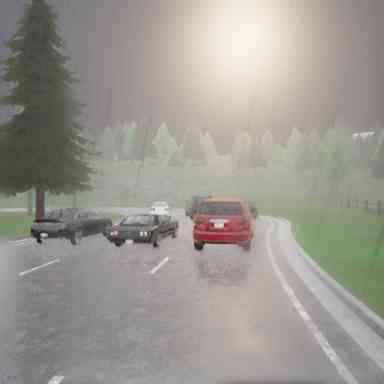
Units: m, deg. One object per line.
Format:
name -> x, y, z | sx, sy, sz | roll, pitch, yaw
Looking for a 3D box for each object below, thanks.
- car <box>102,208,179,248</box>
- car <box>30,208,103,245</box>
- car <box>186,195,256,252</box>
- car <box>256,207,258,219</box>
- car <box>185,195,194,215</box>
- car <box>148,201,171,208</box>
car -> -1.938, 1.613, 14.883 | 1.895, 1.301, 4.718 | 0, 0, 12
car -> -5.371, 1.492, 15.562 | 2.128, 1.511, 4.902 | 0, 0, 12
car -> 1.490, 1.255, 14.173 | 2.150, 2.045, 5.566 | 0, 0, 12
car -> 4.193, 1.363, 29.318 | 2.097, 1.767, 4.553 | 0, 0, -6
car -> 0.708, 1.255, 28.992 | 2.150, 2.045, 5.566 | 0, 0, -6
car -> -2.768, 1.530, 28.576 | 1.812, 1.442, 4.674 | 0, 0, -6
